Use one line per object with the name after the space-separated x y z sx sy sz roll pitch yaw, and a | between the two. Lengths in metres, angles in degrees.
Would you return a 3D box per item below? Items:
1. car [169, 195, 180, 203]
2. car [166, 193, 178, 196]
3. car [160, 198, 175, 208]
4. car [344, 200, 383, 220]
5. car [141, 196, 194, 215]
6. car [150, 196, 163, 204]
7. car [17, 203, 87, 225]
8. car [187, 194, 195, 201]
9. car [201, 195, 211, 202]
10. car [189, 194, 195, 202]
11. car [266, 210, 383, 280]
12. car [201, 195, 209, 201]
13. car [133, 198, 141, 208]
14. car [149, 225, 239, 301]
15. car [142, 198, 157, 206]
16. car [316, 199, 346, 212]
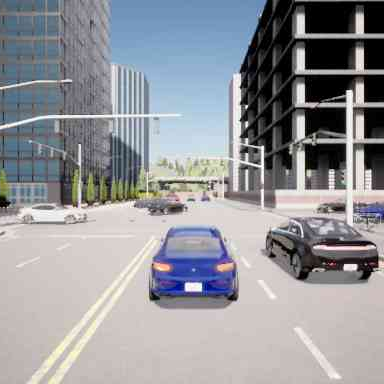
-3.655 1.431 70.052 2.097 1.767 4.553 0 0 0 | car
-3.708 1.286 60.063 2.150 2.045 5.566 0 0 0 | car
-3.707 1.655 50.288 1.895 1.301 4.718 0 0 0 | car
13.816 1.495 23.839 4.674 1.442 1.812 0 0 0 | car
-2.393 1.498 33.458 2.128 1.511 4.902 0 0 36 | car
-7.167 1.620 67.548 2.033 1.411 5.357 0 0 0 | car
-9.837 1.520 23.497 4.674 1.442 1.812 0 0 -1 | car
-0.192 1.432 86.891 2.097 1.767 4.553 0 0 0 | car
3.328 1.605 77.853 1.812 1.442 4.674 0 0 0 | car
-0.173 1.677 78.188 1.895 1.301 4.718 0 0 0 | car
3.558 1.502 9.975 2.128 1.511 4.902 0 0 -1 | car
3.308 1.577 86.928 1.837 1.490 4.892 0 0 0 | car
-7.202 1.616 48.159 1.994 1.385 4.181 0 0 0 | car
0.042 1.535 8.251 1.812 1.442 4.674 0 0 0 | car
-7.212 1.662 56.919 1.895 1.301 4.718 0 0 0 | car
15.507 1.473 34.572 4.902 1.511 2.128 0 0 0 | car
